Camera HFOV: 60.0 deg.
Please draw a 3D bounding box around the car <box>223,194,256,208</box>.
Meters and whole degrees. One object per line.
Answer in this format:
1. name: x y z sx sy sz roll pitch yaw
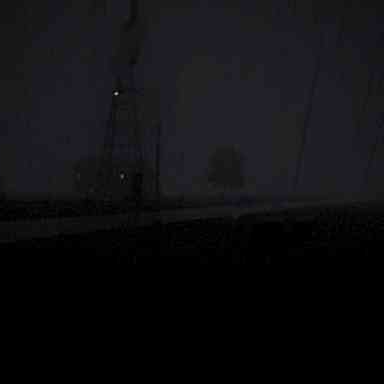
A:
1. car: 5.444 0.945 37.693 1.882 1.535 5.008 3 2 38
